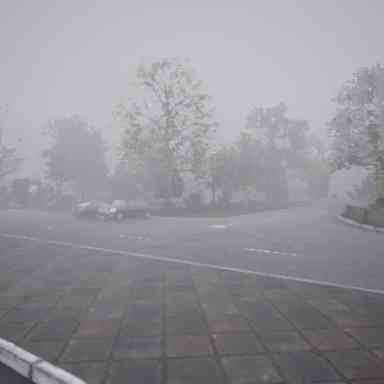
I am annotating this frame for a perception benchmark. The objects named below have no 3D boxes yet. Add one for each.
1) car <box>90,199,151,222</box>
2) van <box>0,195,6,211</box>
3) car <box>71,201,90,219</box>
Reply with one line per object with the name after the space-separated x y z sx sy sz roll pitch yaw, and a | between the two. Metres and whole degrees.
-5.367 1.329 26.444 2.185 1.767 4.553 0 0 35 | car
-25.063 1.382 40.103 1.878 1.987 4.442 -1 -1 35 | van
-7.989 1.497 28.228 2.002 1.452 4.674 0 0 35 | car
